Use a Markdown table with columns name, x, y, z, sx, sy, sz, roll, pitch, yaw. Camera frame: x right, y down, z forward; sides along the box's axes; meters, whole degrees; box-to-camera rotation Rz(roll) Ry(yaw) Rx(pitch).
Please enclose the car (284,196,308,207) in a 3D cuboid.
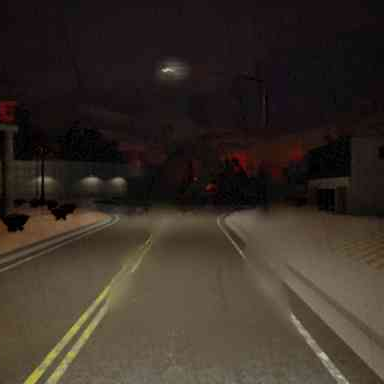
| name | x | y | z | sx | sy | sz | roll | pitch | yaw |
| --- | --- | --- | --- | --- | --- | --- | --- | --- | --- |
| car | 13.912 | 1.228 | 43.545 | 4.181 | 1.385 | 1.994 | 0 | 1 | -38 |
